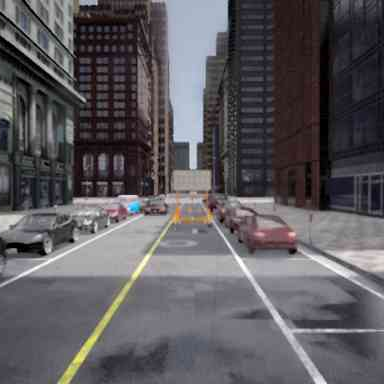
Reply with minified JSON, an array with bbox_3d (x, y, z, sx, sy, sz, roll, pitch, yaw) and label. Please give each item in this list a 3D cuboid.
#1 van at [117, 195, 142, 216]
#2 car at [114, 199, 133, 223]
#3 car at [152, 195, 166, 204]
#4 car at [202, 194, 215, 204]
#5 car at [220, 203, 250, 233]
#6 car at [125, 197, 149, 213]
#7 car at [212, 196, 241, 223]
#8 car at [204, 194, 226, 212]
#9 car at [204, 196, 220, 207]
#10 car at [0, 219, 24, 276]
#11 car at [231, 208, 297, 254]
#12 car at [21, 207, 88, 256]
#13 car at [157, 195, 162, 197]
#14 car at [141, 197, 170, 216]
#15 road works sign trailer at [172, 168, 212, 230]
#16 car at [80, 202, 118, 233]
[{"bbox_3d":[-5.743,1.178,29.722,1.690,1.788,3.998,0,0,0],"label":"van"},{"bbox_3d":[-5.746,1.448,24.087,1.802,1.307,4.206,0,0,0],"label":"car"},{"bbox_3d":[-5.719,1.252,57.906,2.008,1.369,4.403,0,0,0],"label":"car"},{"bbox_3d":[2.805,1.140,57.900,1.967,1.590,4.097,0,0,0],"label":"car"},{"bbox_3d":[2.774,1.477,18.449,1.802,1.307,4.206,0,0,0],"label":"car"},{"bbox_3d":[-5.738,1.334,35.189,1.752,1.417,4.829,0,0,0],"label":"car"},{"bbox_3d":[2.778,1.305,24.084,1.967,1.590,4.097,0,0,0],"label":"car"},{"bbox_3d":[2.786,1.122,35.354,2.192,1.841,5.009,0,0,0],"label":"car"},{"bbox_3d":[2.797,1.318,46.628,1.947,1.339,4.313,0,0,0],"label":"car"},{"bbox_3d":[-5.760,1.525,7.177,1.947,1.339,4.313,0,0,0],"label":"car"},{"bbox_3d":[2.769,1.508,12.812,1.802,1.307,4.206,0,0,0],"label":"car"},{"bbox_3d":[-5.756,1.493,12.813,1.947,1.339,4.313,0,0,0],"label":"car"},{"bbox_3d":[-5.728,1.319,46.633,1.947,1.339,4.313,0,0,0],"label":"car"},{"bbox_3d":[-3.073,1.400,29.761,1.994,1.385,4.181,0,0,0],"label":"car"},{"bbox_3d":[0.016,0.350,20.334,2.380,3.560,2.880,0,0,0],"label":"road works sign trailer"},{"bbox_3d":[-5.751,1.447,18.450,2.008,1.369,4.403,0,0,0],"label":"car"}]
